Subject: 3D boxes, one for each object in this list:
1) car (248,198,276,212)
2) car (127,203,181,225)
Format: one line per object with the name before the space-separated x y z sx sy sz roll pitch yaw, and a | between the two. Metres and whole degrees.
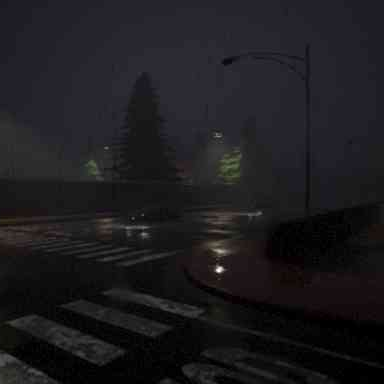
car | 8.409 1.503 39.698 2.128 1.511 4.902 0 0 37
car | -2.658 1.537 24.656 1.812 1.442 4.674 0 0 36
